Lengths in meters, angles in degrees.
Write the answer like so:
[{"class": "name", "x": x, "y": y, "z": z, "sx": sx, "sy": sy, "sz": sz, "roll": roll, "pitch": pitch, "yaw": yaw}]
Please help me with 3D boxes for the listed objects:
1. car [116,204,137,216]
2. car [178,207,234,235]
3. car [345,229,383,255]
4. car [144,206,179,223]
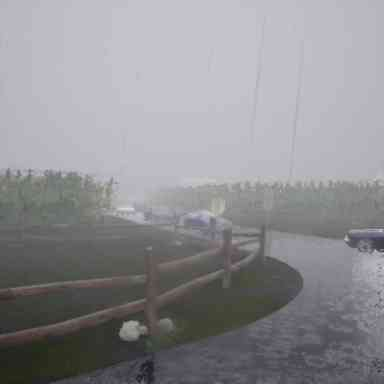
[{"class": "car", "x": -8.724, "y": 2.337, "z": 43.897, "sx": 1.812, "sy": 1.442, "sz": 4.674, "roll": 0, "pitch": -1, "yaw": -24}, {"class": "car", "x": 0.970, "y": 1.957, "z": 22.218, "sx": 1.812, "sy": 1.442, "sz": 4.674, "roll": 0, "pitch": -1, "yaw": -24}, {"class": "car", "x": 8.731, "y": 1.873, "z": 13.318, "sx": 4.718, "sy": 1.301, "sz": 1.895, "roll": -1, "pitch": -1, "yaw": 30}, {"class": "car", "x": -3.175, "y": 2.099, "z": 31.498, "sx": 1.837, "sy": 1.490, "sz": 4.892, "roll": 0, "pitch": -1, "yaw": -24}]
